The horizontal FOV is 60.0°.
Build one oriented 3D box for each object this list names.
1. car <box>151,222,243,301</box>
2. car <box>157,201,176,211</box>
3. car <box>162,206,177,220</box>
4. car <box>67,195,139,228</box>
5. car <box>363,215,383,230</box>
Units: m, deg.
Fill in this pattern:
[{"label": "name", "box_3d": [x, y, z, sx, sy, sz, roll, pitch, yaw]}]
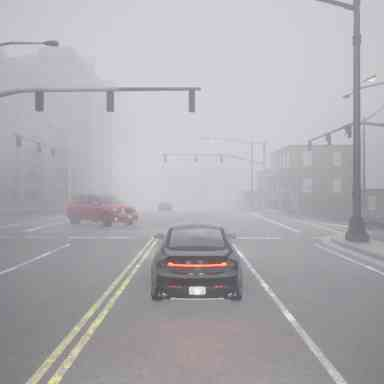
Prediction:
[{"label": "car", "box_3d": [0.094, 1.504, 8.321, 1.837, 1.490, 4.892, 0, 0, 0]}, {"label": "car", "box_3d": [-3.630, 2.061, 45.558, 1.837, 1.490, 4.892, 0, -5, 0]}, {"label": "car", "box_3d": [-3.628, 3.516, 54.964, 2.128, 1.511, 4.902, 0, -12, 0]}, {"label": "car", "box_3d": [-6.032, 1.198, 22.217, 5.566, 2.045, 2.150, 0, -1, 36]}, {"label": "car", "box_3d": [16.049, 2.652, 28.207, 4.181, 1.385, 1.994, 8, 0, 0]}]
